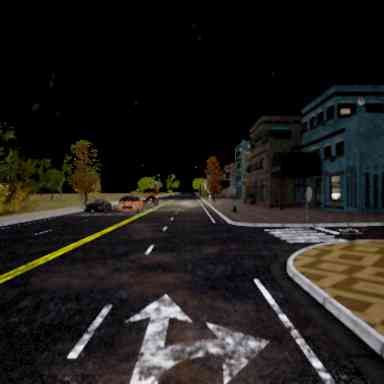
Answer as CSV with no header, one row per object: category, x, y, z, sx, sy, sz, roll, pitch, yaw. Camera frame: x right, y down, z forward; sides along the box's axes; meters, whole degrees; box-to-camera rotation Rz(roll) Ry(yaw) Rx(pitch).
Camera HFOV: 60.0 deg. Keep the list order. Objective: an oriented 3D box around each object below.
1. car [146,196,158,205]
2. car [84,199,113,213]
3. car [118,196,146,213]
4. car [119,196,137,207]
car,-6.569,1.402,53.962,1.812,1.442,4.674,0,0,1
car,-9.855,1.467,35.562,2.033,1.411,5.357,0,0,0
car,-6.601,1.271,36.040,2.097,1.767,4.553,0,0,0
car,-9.834,1.387,51.271,1.837,1.490,4.892,0,0,0
